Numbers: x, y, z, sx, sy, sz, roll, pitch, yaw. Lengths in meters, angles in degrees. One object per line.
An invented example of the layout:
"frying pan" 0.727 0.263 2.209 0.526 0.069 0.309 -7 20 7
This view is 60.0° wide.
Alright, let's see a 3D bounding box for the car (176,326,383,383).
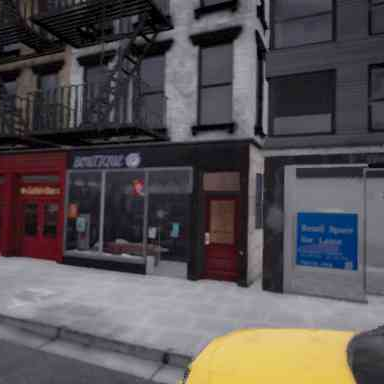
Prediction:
"car" 2.407 1.646 2.434 5.366 1.575 1.801 1 -3 23
